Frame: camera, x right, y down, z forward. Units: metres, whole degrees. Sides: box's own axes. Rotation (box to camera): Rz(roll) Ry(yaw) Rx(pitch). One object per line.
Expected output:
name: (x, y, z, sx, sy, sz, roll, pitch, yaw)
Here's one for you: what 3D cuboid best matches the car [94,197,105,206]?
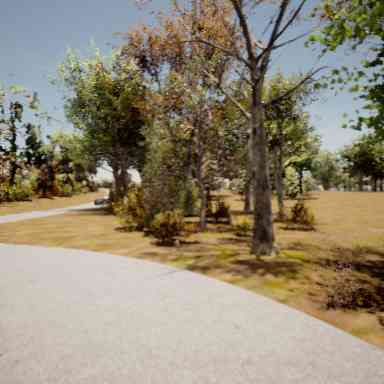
car: (-17.412, 1.738, 63.803, 2.128, 1.511, 4.902, -2, 1, -3)
